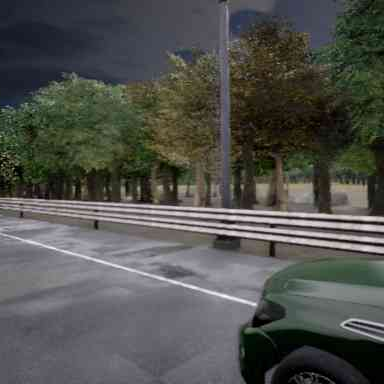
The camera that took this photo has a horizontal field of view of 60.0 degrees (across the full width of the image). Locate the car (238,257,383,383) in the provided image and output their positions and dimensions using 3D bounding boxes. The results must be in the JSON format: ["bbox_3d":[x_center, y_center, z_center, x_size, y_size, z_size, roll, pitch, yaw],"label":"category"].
[{"bbox_3d":[2.962,1.116,2.070,5.566,2.045,2.150,1,2,43],"label":"car"}]
